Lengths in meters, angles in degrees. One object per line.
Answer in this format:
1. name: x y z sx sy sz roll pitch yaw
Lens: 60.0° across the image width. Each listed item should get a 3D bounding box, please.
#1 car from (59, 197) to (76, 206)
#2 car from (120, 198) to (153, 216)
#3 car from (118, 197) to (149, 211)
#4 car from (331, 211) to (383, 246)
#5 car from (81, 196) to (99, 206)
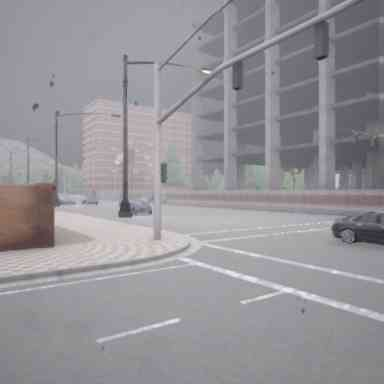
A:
1. car: -20.363 1.538 54.286 1.812 1.442 4.674 0 0 -35
2. car: -5.597 1.548 33.140 1.812 1.442 4.674 0 0 -35
3. car: -7.352 1.489 41.601 1.882 1.535 5.008 0 0 -35
4. car: 8.253 1.596 13.707 1.837 1.490 4.892 0 0 -36
5. car: -17.165 1.512 55.818 1.837 1.490 4.892 0 0 -35
